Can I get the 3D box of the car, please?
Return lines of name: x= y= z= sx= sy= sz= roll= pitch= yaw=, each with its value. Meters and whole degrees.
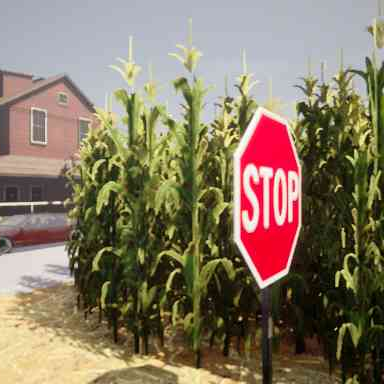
car: x=-6.481 y=1.573 z=13.727 sx=2.033 sy=1.411 sz=5.357 roll=0 pitch=0 yaw=36
